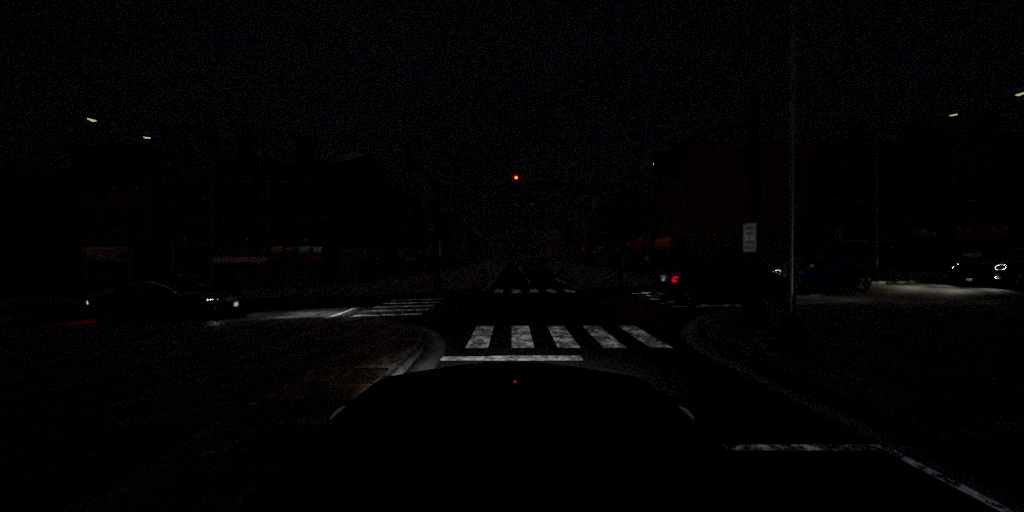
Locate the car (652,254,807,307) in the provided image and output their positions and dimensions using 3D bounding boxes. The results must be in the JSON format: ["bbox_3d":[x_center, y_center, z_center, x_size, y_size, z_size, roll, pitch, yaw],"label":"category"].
[{"bbox_3d":[7.750,0.845,13.363,4.553,1.767,2.097,-1,0,0],"label":"car"}]

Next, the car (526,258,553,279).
[{"bbox_3d":[2.632,1.225,33.158,1.967,1.591,4.097,0,0,0],"label":"car"}]

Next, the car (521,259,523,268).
[{"bbox_3d":[2.630,1.126,43.962,2.192,1.841,5.009,0,0,0],"label":"car"}]

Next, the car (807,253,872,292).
[{"bbox_3d":[13.358,0.685,16.349,4.553,1.767,2.097,-1,0,1],"label":"car"}]

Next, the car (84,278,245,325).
[{"bbox_3d":[-12.725,1.588,13.325,4.902,1.511,2.128,-2,0,0],"label":"car"}]

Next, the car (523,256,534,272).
[{"bbox_3d":[2.631,1.112,38.560,2.192,1.841,5.009,0,0,0],"label":"car"}]

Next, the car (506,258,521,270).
[{"bbox_3d":[0.090,1.324,55.532,1.882,1.535,5.008,0,0,0],"label":"car"}]

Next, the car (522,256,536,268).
[{"bbox_3d":[2.971,1.107,64.391,2.150,2.045,5.566,0,0,0],"label":"car"}]

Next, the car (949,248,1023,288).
[{"bbox_3d":[23.076,0.433,16.346,4.553,1.767,2.097,-1,0,0],"label":"car"}]
